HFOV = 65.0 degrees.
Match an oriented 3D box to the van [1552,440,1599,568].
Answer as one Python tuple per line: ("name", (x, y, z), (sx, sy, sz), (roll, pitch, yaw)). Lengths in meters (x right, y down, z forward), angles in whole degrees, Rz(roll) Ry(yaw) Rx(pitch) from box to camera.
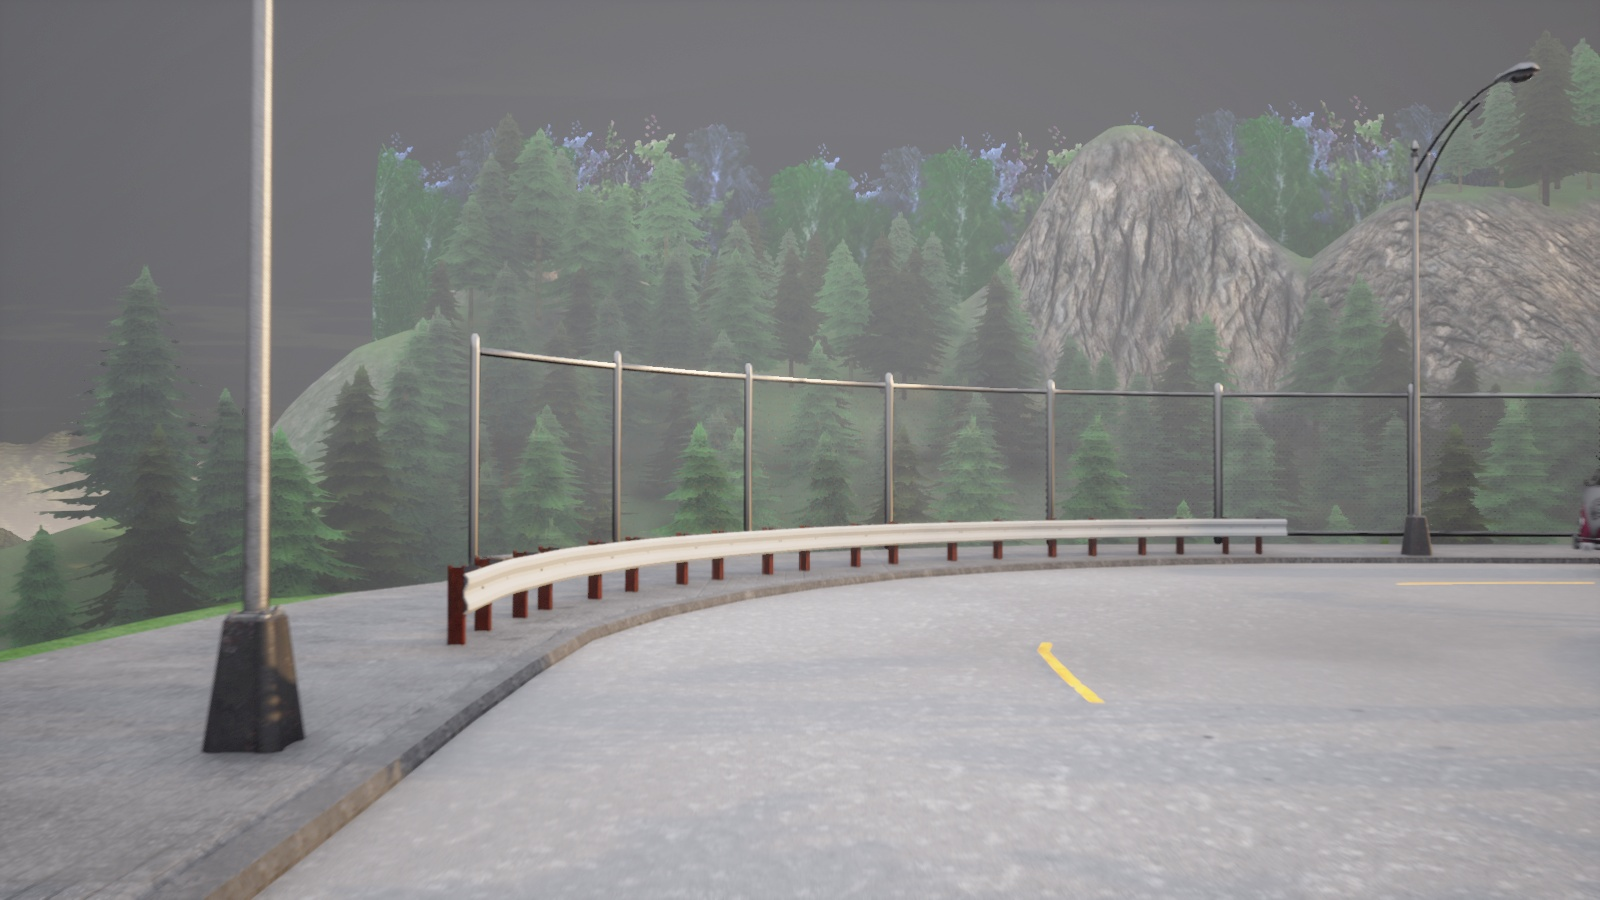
("van", (14.688, 0.842, 19.918), (4.442, 1.987, 1.775), (0, -1, 0))
